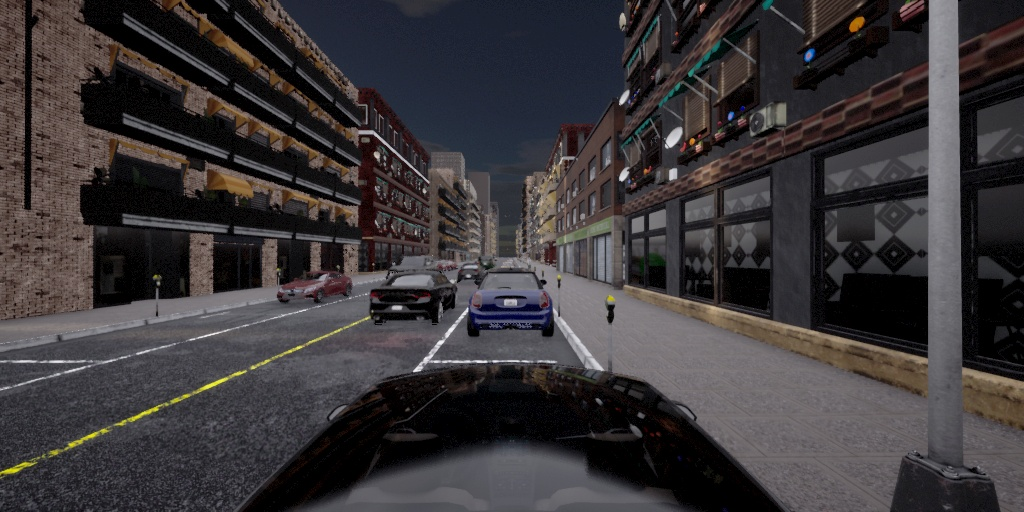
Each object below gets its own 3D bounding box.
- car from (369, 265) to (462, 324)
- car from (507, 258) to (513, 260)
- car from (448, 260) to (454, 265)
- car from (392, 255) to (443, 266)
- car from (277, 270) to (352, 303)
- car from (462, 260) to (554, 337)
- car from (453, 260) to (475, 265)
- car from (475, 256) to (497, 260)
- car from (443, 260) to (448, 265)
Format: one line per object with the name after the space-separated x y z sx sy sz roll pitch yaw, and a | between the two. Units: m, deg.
-3.046 1.228 11.983 1.882 1.535 5.008 0 0 0 | car
-0.456 1.275 39.173 1.751 1.417 4.829 0 0 0 | car
-8.837 1.188 44.643 1.967 1.591 4.097 0 0 0 | car
-6.246 0.972 23.065 2.150 2.045 5.566 0 0 0 | car
-8.837 1.333 16.462 1.802 1.307 4.207 0 0 0 | car
-0.032 1.103 10.469 2.097 1.767 4.553 0 0 0 | car
-3.158 1.276 28.265 1.812 1.442 4.674 0 0 0 | car
-3.044 0.970 43.467 2.150 2.045 5.566 0 0 0 | car
-8.837 1.064 39.007 2.192 1.841 5.009 0 0 0 | car
